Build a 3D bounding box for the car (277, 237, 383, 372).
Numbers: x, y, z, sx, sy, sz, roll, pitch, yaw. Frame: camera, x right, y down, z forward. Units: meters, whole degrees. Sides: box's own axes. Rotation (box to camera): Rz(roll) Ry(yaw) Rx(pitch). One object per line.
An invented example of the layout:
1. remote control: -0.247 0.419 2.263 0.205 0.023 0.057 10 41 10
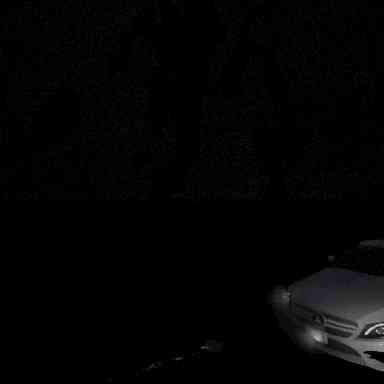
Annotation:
1. car: 3.449 1.523 5.515 4.674 1.442 1.812 0 0 -36
